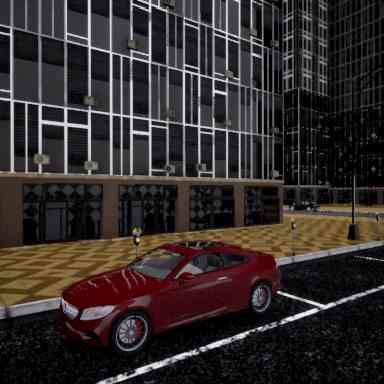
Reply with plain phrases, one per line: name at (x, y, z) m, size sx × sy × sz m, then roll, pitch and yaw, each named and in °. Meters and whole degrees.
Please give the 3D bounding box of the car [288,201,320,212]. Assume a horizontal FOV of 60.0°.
car at (15.229, 1.899, 45.337) m, size 2.008 × 1.369 × 4.403 m, roll -1°, pitch 0°, yaw -36°

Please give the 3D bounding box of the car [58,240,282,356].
car at (-0.150, 1.582, 5.993) m, size 4.206 × 1.307 × 1.802 m, roll 0°, pitch 0°, yaw -36°
